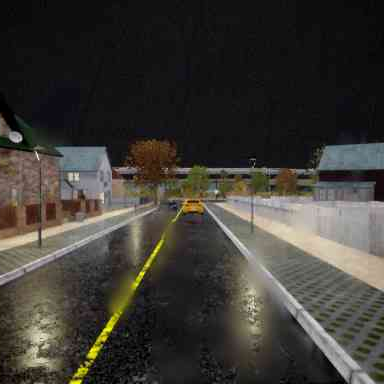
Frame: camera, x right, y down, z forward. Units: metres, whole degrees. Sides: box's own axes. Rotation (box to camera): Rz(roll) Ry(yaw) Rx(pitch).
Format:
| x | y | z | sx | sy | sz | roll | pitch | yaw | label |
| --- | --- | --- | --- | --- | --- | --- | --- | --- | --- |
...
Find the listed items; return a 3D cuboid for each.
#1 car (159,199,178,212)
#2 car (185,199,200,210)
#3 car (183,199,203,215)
| x | y | z | sx | sy | sz | roll | pitch | yaw | label |
| --- | --- | --- | --- | --- | --- | --- | --- | --- | --- |
| -2.731 | 1.559 | 39.309 | 1.994 | 1.385 | 4.181 | 0 | 0 | 0 | car |
| 0.123 | 1.598 | 44.510 | 1.895 | 1.301 | 4.718 | 0 | 0 | 0 | car |
| 0.118 | 1.468 | 33.976 | 1.882 | 1.535 | 5.008 | 0 | 0 | 0 | car |
